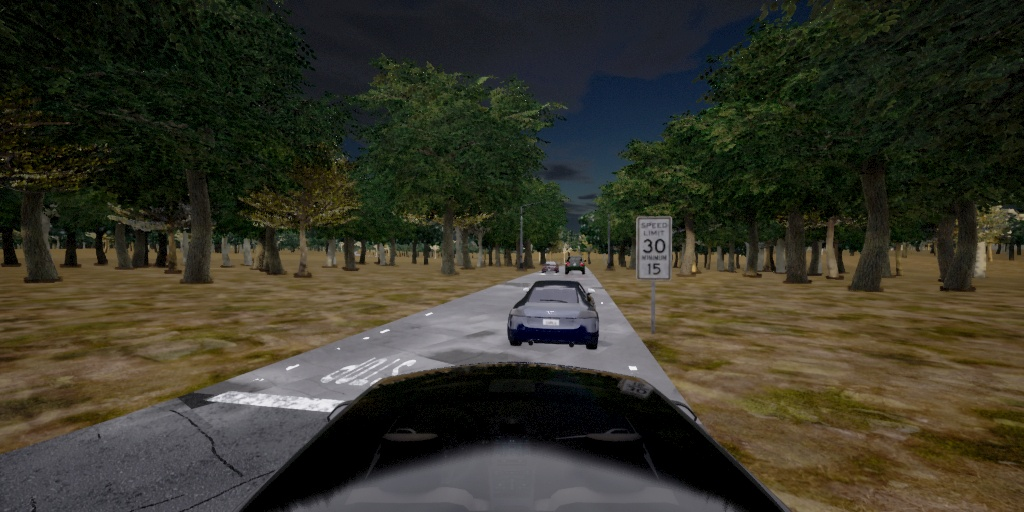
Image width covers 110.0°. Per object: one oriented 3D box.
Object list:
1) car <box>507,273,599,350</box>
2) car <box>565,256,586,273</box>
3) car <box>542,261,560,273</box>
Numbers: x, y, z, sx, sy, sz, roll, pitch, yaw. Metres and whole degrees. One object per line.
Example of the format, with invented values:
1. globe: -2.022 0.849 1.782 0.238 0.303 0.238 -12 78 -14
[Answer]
1. car: 1.164 1.307 9.215 1.994 1.385 4.181 0 0 11
2. car: 7.245 1.033 40.964 2.150 2.045 5.566 0 0 12
3. car: 4.804 1.358 44.377 1.812 1.442 4.674 0 0 11
